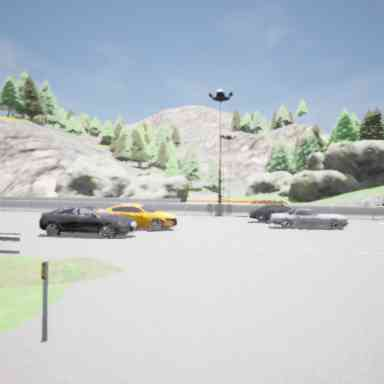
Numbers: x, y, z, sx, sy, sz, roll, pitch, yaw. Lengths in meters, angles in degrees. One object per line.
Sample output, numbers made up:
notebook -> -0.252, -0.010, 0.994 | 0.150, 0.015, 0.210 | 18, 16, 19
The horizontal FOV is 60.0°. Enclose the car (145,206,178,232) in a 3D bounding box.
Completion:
car -> -3.345, 1.458, 19.865 | 5.008, 1.535, 1.882 | 1, 0, 11

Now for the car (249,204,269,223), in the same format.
car -> 6.642, 1.616, 25.098 | 4.674, 1.442, 1.812 | 0, 0, 11

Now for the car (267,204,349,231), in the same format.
car -> 7.432, 1.696, 21.386 | 4.718, 1.301, 1.895 | 1, 0, 11

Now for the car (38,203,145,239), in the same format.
car -> -5.176, 1.450, 16.648 | 4.902, 1.511, 2.128 | 1, 0, 11
